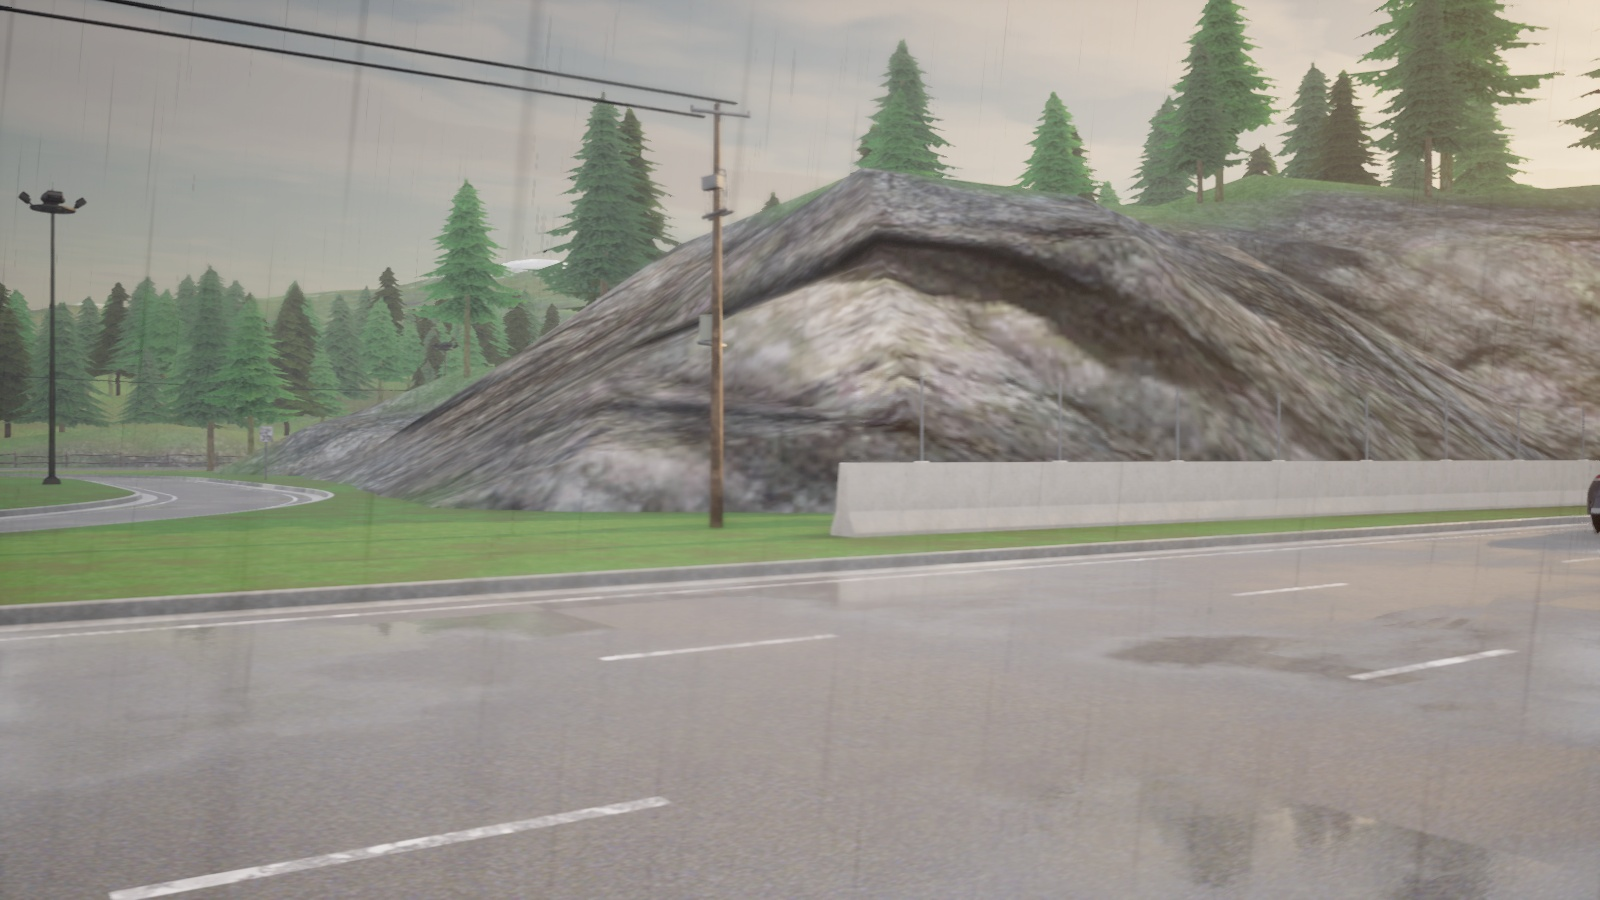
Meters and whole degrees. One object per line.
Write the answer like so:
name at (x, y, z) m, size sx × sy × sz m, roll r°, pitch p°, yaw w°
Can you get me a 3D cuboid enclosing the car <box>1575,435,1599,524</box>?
car at (17.286, 0.546, 24.220) m, size 5.027 × 1.651 × 2.152 m, roll 0°, pitch 0°, yaw -35°
